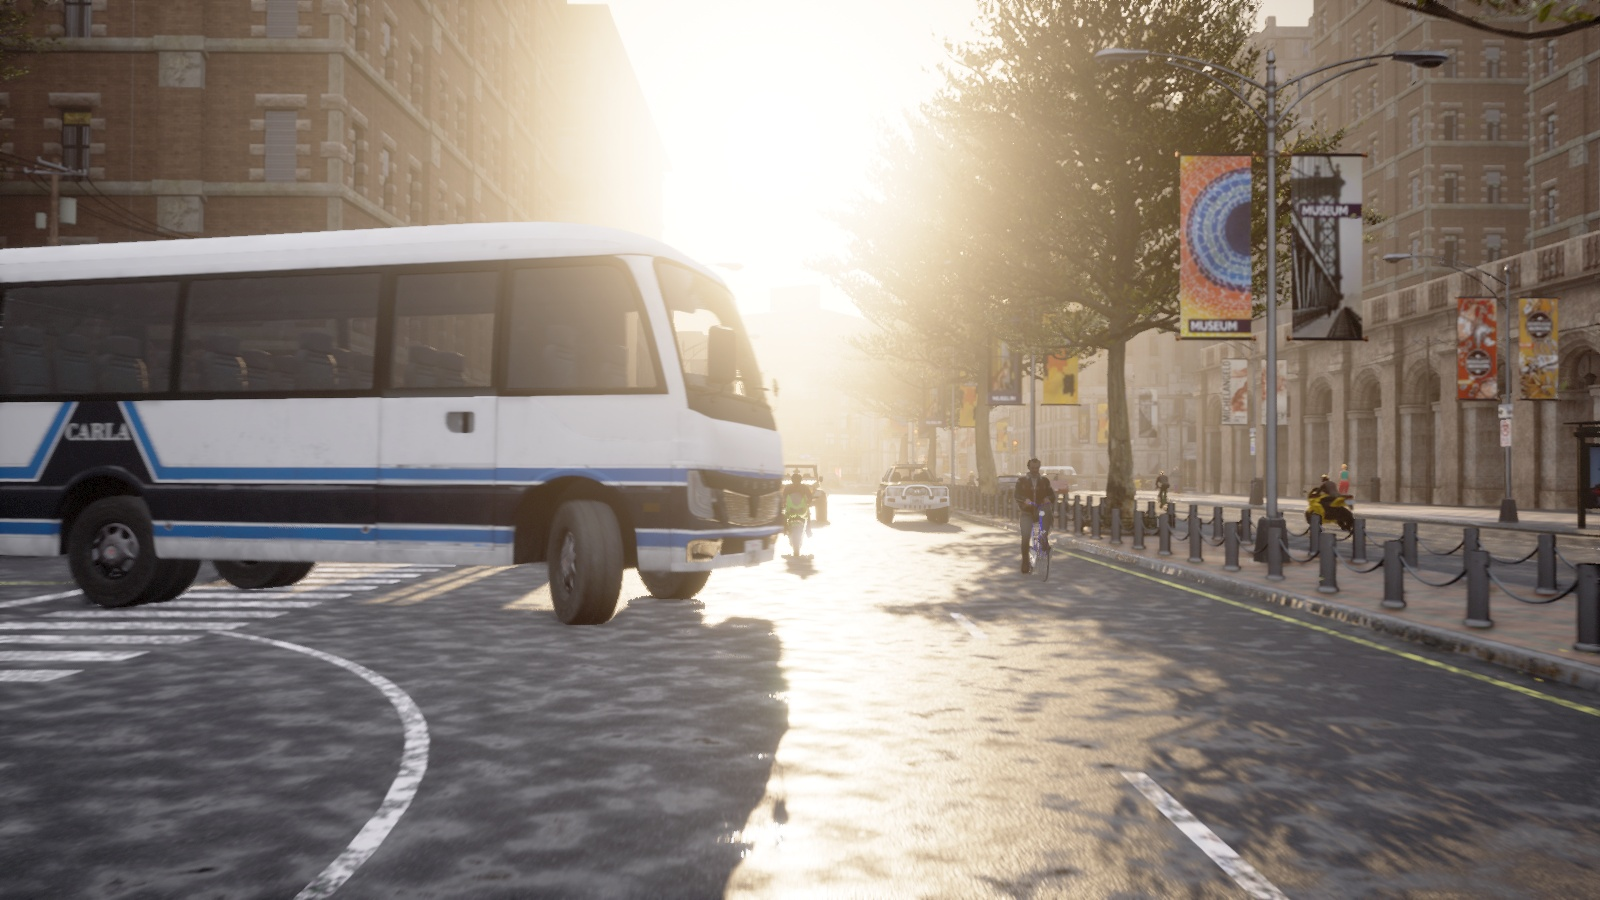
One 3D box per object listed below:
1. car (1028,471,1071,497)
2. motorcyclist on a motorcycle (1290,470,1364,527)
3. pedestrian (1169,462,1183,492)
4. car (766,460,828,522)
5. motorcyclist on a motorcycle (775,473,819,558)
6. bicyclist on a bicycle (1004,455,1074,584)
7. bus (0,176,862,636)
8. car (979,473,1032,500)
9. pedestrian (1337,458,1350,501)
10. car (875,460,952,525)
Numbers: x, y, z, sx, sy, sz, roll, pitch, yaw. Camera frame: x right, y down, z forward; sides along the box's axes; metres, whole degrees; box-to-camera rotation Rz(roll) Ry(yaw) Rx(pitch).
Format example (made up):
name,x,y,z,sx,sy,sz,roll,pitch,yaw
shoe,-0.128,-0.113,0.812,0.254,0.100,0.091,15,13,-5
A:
name,x,y,z,sx,sy,sz,roll,pitch,yaw
car,14.822,2.021,74.744,1.845,1.501,3.633,0,-1,0
motorcyclist on a motorcycle,14.579,1.321,34.807,0.797,1.523,2.044,-1,-1,-13
pedestrian,24.803,1.759,82.866,0.659,1.952,0.873,0,-1,0
car,-0.097,1.283,40.160,1.905,1.878,3.866,0,-1,0
motorcyclist on a motorcycle,-0.056,1.191,23.538,0.797,1.523,2.044,0,-1,0
bicyclist on a bicycle,3.456,0.978,18.299,0.659,1.776,1.843,0,-1,0
bus,-4.713,-0.295,14.822,10.273,4.253,3.944,-1,-2,15
car,11.334,1.982,69.631,2.033,1.411,5.357,0,-1,0
pedestrian,23.565,1.289,54.447,0.345,1.836,0.594,0,-1,7
car,3.407,1.263,38.550,1.932,1.855,4.605,0,-1,0
